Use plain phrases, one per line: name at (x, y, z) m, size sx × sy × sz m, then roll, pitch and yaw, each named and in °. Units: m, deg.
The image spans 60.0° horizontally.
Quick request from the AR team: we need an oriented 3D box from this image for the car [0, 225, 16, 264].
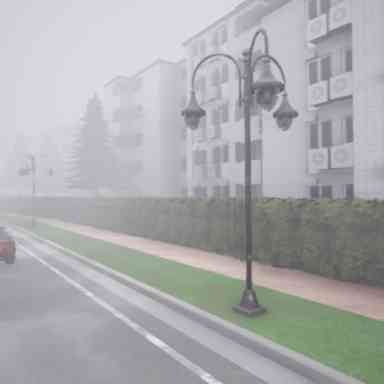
car at (-7.489, 1.695, 11.654) m, size 1.994 × 1.385 × 4.181 m, roll 0°, pitch 0°, yaw -36°
